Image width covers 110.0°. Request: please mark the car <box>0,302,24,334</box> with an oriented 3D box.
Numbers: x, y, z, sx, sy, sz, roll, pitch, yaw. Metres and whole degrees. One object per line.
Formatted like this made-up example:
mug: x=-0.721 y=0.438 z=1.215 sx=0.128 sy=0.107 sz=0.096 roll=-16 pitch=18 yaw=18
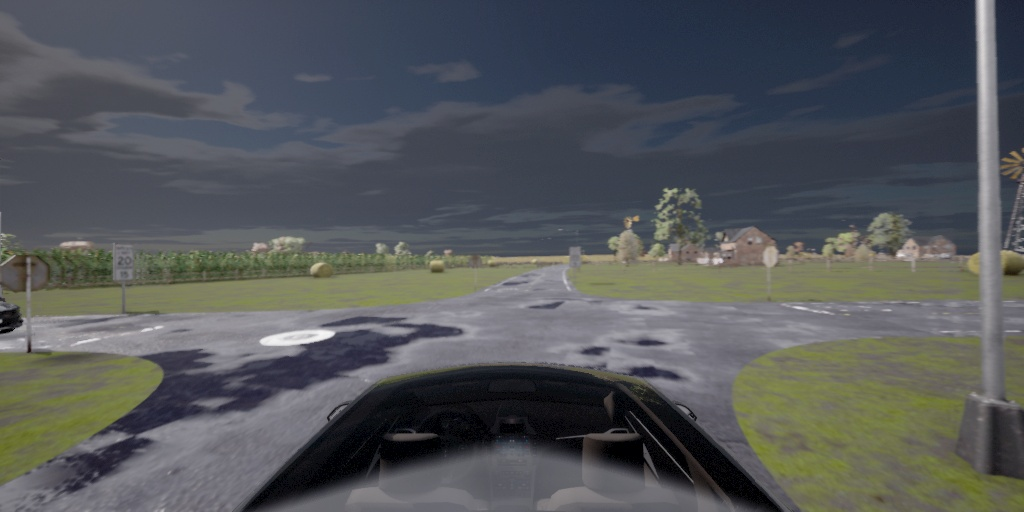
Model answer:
car: x=-17.383 y=1.671 z=10.244 sx=5.008 sy=1.535 sz=1.882 roll=-1 pitch=0 yaw=-3
